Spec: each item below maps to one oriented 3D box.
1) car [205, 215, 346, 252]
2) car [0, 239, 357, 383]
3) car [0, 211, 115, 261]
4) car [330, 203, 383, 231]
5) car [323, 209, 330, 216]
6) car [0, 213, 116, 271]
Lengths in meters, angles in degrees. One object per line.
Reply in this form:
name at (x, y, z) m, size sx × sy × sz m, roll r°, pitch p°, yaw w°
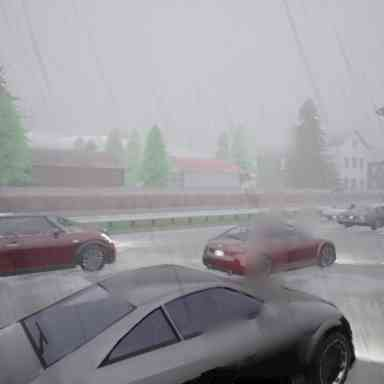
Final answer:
car at (2.337, 1.536, 9.710) m, size 4.181 × 1.385 × 1.994 m, roll 0°, pitch 0°, yaw -35°
car at (-0.028, 1.556, 3.725) m, size 4.181 × 1.385 × 1.994 m, roll 0°, pitch 0°, yaw -35°
car at (-5.352, 1.552, 12.826) m, size 4.181 × 1.385 × 1.994 m, roll 0°, pitch 0°, yaw -35°
car at (11.007, 1.472, 20.191) m, size 5.357 × 1.411 × 2.033 m, roll 0°, pitch 0°, yaw -35°
car at (12.080, 1.511, 25.256) m, size 4.718 × 1.301 × 1.895 m, roll 0°, pitch 0°, yaw -35°
car at (-4.446, 1.345, 9.173) m, size 4.553 × 1.767 × 2.097 m, roll 0°, pitch 0°, yaw -36°
